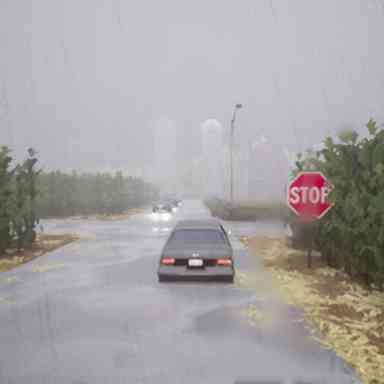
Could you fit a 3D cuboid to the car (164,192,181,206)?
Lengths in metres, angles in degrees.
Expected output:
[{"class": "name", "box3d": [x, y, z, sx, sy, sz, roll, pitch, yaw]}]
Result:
[{"class": "car", "box3d": [-3.089, 1.056, 47.074, 2.150, 2.045, 5.566, 0, 0, 0]}]

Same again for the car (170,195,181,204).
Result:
[{"class": "car", "box3d": [-3.006, 1.304, 61.105, 1.812, 1.442, 4.674, 0, 0, 1]}]

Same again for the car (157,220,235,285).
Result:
[{"class": "car", "box3d": [0.198, 1.508, 9.542, 2.033, 1.411, 5.357, 0, 1, 3]}]

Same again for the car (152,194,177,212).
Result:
[{"class": "car", "box3d": [-3.119, 1.325, 35.738, 2.128, 1.511, 4.902, 0, 0, 0]}]
